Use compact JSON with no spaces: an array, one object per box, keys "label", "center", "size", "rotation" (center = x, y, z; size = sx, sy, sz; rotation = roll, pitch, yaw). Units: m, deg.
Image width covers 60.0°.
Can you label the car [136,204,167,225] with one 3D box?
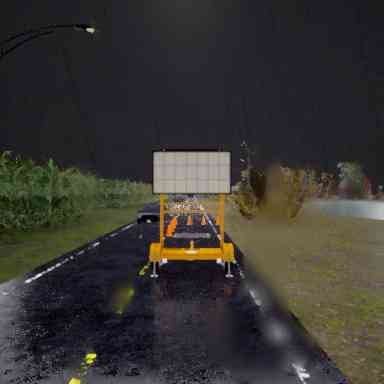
[{"label":"car","center":[-2.861,1.574,24.767],"size":[2.033,1.411,5.357],"rotation":[0,0,0]}]

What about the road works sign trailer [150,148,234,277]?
[{"label":"road works sign trailer","center":[-0.004,0.471,10.234],"size":[2.380,3.560,2.880],"rotation":[0,0,0]}]

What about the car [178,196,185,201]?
[{"label":"car","center":[-2.775,1.855,90.205],"size":[1.895,1.301,4.718],"rotation":[0,0,0]}]

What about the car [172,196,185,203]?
[{"label":"car","center":[-2.796,1.675,65.451],"size":[2.033,1.411,5.357],"rotation":[0,0,1]}]
